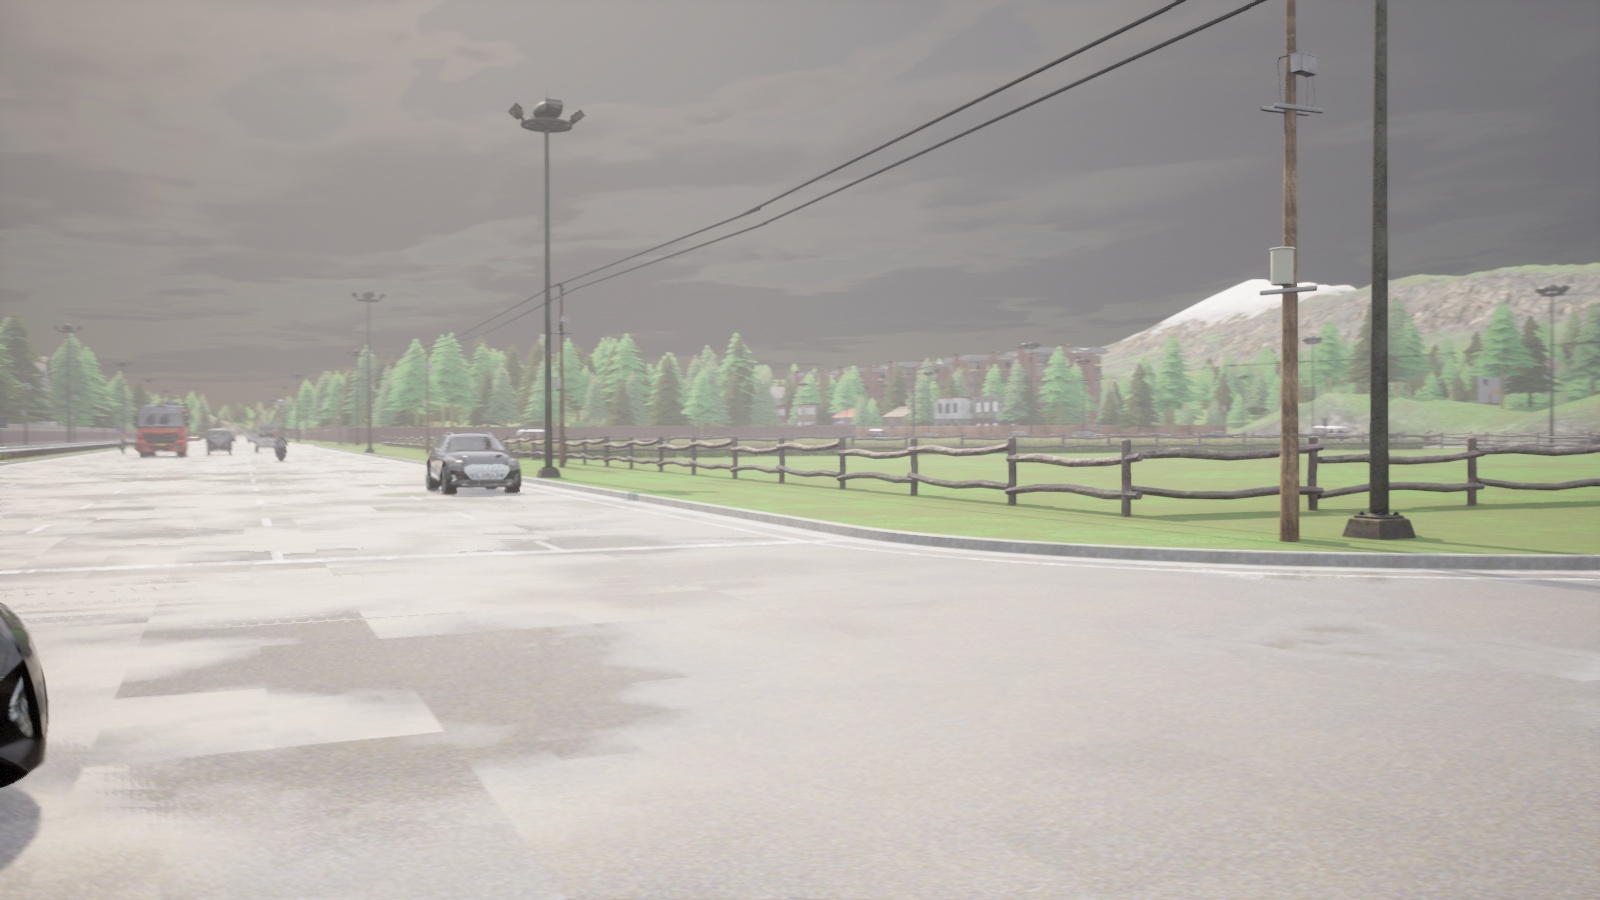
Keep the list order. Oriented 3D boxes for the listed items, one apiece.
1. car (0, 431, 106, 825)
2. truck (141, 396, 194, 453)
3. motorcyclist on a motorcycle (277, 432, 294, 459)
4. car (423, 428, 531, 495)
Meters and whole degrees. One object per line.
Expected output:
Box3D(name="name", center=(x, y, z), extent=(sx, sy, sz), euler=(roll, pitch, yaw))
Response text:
Box3D(name="car", center=(-5.215, 0.669, 5.846), extent=(4.514, 1.525, 2.007), euler=(1, 1, 40))
Box3D(name="truck", center=(-44.549, -1.782, 88.650), extent=(2.891, 3.827, 8.468), euler=(0, 1, -24))
Box3D(name="motorcyclist on a motorcycle", center=(-29.173, -0.270, 71.208), extent=(0.866, 1.530, 2.191), euler=(0, 1, -24))
Box3D(name="car", center=(-8.738, 0.244, 33.677), extent=(2.033, 1.649, 4.856), euler=(0, 1, -24))
